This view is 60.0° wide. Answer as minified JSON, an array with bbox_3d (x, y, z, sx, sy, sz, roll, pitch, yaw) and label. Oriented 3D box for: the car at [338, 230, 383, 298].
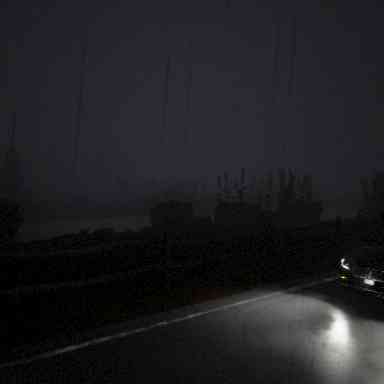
[{"bbox_3d":[5.397,1.500,7.785,4.892,1.490,1.837,1,0,-35],"label":"car"}]
